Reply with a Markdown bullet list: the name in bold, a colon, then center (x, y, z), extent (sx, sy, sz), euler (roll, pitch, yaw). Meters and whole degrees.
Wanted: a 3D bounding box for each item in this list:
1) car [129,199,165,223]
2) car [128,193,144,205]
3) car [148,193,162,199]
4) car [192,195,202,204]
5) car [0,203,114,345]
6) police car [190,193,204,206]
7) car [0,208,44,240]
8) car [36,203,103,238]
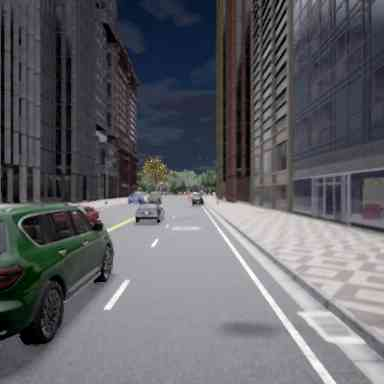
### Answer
- **car**: center (-3.152, 1.529, 25.553), extent (2.033, 1.411, 5.357), euler (0, 0, 0)
- **car**: center (-9.794, 1.168, 58.641), extent (2.150, 2.045, 5.566), euler (0, 0, 1)
- **car**: center (-6.545, 1.161, 59.076), extent (2.150, 2.045, 5.566), euler (0, 0, 1)
- **car**: center (0.967, 1.397, 63.763), extent (1.801, 1.575, 5.366), euler (0, 0, 0)
- **car**: center (-3.151, 1.218, 6.502), extent (2.150, 2.045, 5.566), euler (0, 0, 0)
- **police car**: center (0.968, 1.378, 53.683), extent (1.930, 1.638, 5.238), euler (0, 0, 0)
- **car**: center (-9.853, 1.589, 17.691), extent (1.895, 1.301, 4.718), euler (0, 0, 0)
- **car**: center (-6.602, 1.465, 18.611), extent (1.882, 1.535, 5.008), euler (0, 0, 0)
